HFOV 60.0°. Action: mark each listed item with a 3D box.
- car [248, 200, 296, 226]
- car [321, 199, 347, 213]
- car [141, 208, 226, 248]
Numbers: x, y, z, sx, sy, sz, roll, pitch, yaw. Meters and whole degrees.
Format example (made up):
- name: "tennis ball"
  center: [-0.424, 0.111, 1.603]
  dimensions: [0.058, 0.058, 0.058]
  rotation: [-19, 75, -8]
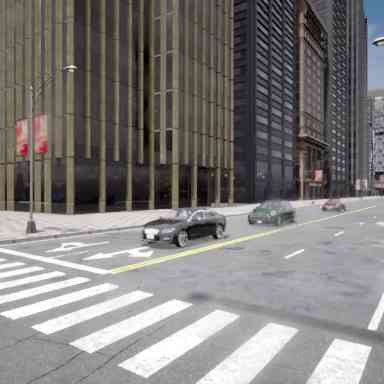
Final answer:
- name: "car"
  center: [5.691, 1.369, 23.411]
  dimensions: [2.097, 1.767, 4.553]
  rotation: [0, 0, 36]
- name: "car"
  center: [16.406, 1.564, 38.306]
  dimensions: [1.812, 1.442, 4.674]
  rotation: [0, 0, 36]
- name: "car"
  center: [-0.225, 1.498, 15.152]
  dimensions: [2.128, 1.511, 4.902]
  rotation: [0, 0, 36]
